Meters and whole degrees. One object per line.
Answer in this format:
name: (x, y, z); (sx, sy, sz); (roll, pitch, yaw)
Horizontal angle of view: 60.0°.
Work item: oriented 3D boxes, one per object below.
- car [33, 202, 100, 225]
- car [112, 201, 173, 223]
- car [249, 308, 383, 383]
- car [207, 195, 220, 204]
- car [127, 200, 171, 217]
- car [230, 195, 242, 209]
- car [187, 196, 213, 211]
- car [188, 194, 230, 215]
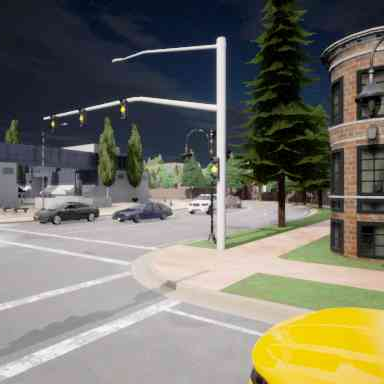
car: (-9.081, 1.505, 24.431); (1.837, 1.490, 4.892); (0, 0, 35)
car: (-3.697, 1.547, 25.974); (2.033, 1.411, 5.357); (0, 0, 35)
car: (2.768, 1.478, 1.994); (5.008, 1.535, 1.882); (0, 0, 36)
car: (3.630, 1.330, 56.972); (1.812, 1.442, 4.674); (0, 0, -3)
car: (-4.072, 1.564, 31.806); (1.994, 1.385, 4.181); (0, 0, 31)
car: (5.601, 1.353, 44.872); (2.097, 1.767, 4.553); (0, 0, 13)
car: (1.047, 1.352, 41.753); (2.097, 1.767, 4.553); (0, 0, 18)
car: (1.676, 1.221, 34.474); (2.150, 2.045, 5.566); (0, 0, 28)
